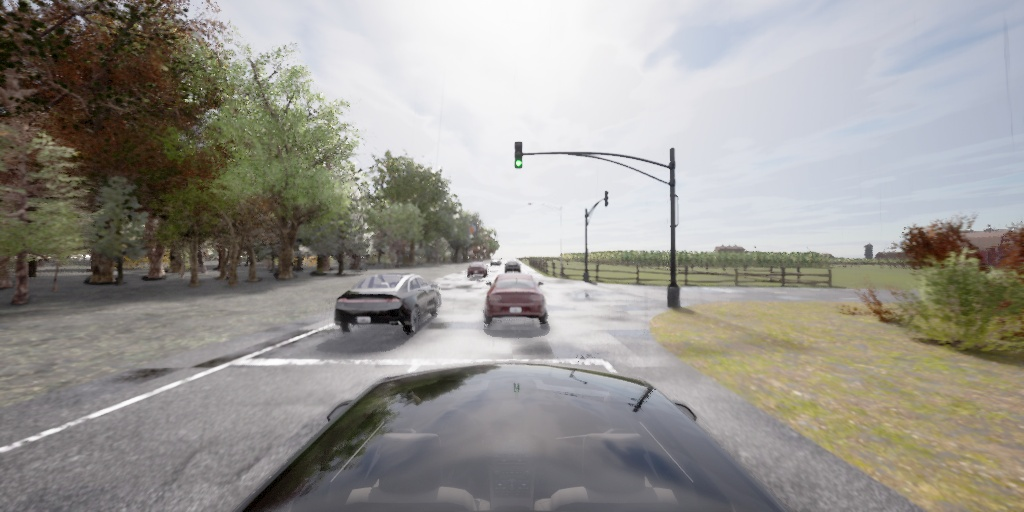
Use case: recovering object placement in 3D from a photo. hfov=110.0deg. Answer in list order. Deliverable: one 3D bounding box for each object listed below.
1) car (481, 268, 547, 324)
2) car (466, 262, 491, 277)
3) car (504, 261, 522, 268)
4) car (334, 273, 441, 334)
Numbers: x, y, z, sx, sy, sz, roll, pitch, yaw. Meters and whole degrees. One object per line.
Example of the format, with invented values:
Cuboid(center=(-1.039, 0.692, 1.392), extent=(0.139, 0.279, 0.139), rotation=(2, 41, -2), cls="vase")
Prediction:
Cuboid(center=(0.099, 1.293, 12.006), extent=(1.812, 1.442, 4.674), rotation=(0, 0, 0), cls="car")
Cuboid(center=(-3.406, 1.331, 36.245), extent=(1.812, 1.442, 4.674), rotation=(0, 0, 0), cls="car")
Cuboid(center=(0.092, 1.322, 43.203), extent=(1.837, 1.490, 4.892), rotation=(0, 0, 0), cls="car")
Cuboid(center=(-3.402, 1.257, 10.670), extent=(2.128, 1.511, 4.902), rotation=(0, 0, 0), cls="car")
